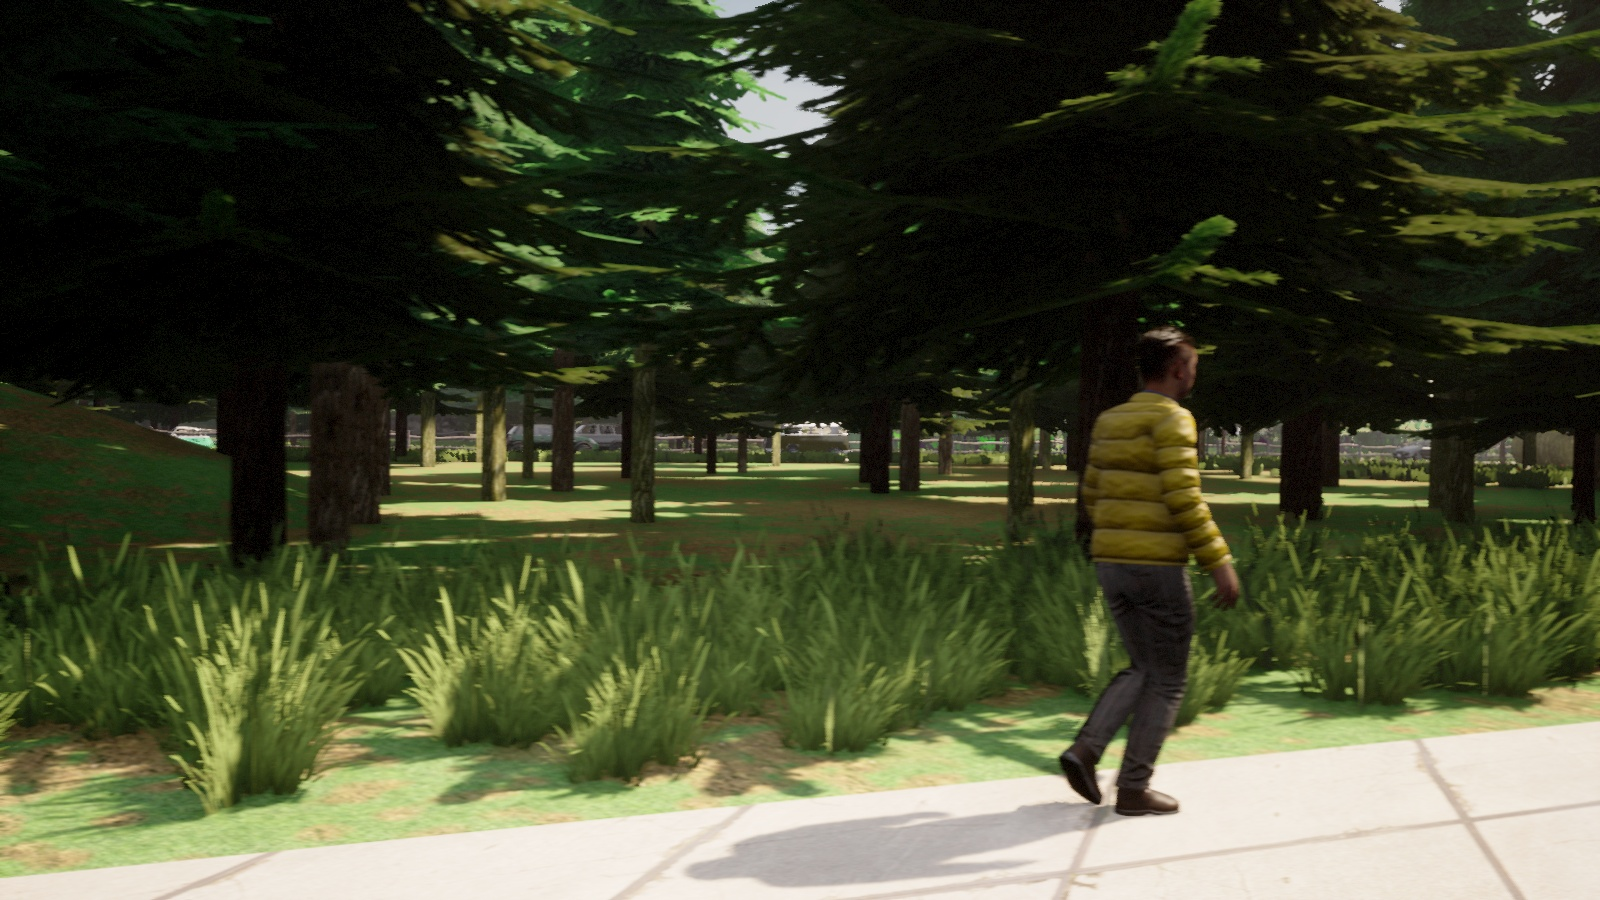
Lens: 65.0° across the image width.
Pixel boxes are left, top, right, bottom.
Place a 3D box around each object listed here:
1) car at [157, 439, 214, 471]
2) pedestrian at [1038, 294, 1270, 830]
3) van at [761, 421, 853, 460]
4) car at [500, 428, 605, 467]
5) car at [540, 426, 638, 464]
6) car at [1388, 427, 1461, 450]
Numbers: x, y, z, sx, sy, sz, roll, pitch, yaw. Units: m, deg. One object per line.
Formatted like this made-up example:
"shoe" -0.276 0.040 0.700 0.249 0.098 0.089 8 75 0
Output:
"car" -27.918 0.212 57.110 2.207 1.376 1.481 -1 1 -23
"pedestrian" 1.309 0.381 4.649 0.709 1.840 0.431 -1 1 -25
"van" 0.376 -0.517 67.951 4.480 2.038 2.069 -1 1 -21
"car" -11.745 -0.154 59.584 4.553 1.767 2.097 -1 1 -21
"car" -10.708 -0.267 63.720 4.605 1.855 1.932 -1 1 -21
"car" 40.905 -0.777 82.262 4.193 1.474 1.816 -1 1 -19
